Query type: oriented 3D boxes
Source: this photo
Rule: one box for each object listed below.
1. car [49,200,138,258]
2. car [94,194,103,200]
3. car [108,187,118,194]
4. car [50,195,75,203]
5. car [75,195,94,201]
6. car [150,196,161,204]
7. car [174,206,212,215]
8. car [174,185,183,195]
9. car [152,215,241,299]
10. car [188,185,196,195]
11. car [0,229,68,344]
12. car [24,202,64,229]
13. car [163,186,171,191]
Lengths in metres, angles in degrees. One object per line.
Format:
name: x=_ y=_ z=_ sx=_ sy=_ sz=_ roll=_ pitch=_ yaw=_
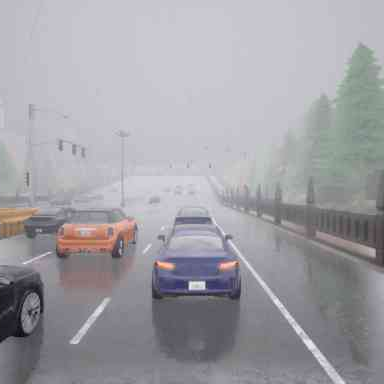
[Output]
car: x=-3.428 y=1.352 z=12.836 sx=2.097 sy=1.767 sz=4.553 roll=0 pitch=0 yaw=0
car: x=-21.139 y=1.075 z=74.045 sx=1.994 sy=1.385 sz=4.181 roll=0 pitch=3 yaw=0
car: x=-21.090 y=-0.401 z=88.498 sx=2.128 sy=1.511 sz=4.902 roll=0 pitch=7 yaw=0
car: x=-21.189 y=1.351 z=53.797 sx=2.097 sy=1.767 sz=4.553 roll=0 pitch=0 yaw=0
car: x=-21.154 y=1.488 z=64.128 sx=2.033 sy=1.411 sz=5.357 roll=0 pitch=1 yaw=0
car: x=-7.033 y=1.456 z=64.331 sx=1.837 sy=1.490 sz=4.892 roll=0 pitch=1 yaw=0
car: x=0.062 y=1.478 z=17.636 sx=1.882 sy=1.535 sz=5.008 roll=0 pitch=0 yaw=0
car: x=-3.598 y=-0.047 z=86.036 sx=1.837 sy=1.490 sz=4.892 roll=0 pitch=7 yaw=0
car: x=0.083 y=1.526 z=8.305 sx=1.812 sy=1.442 sz=4.674 roll=0 pitch=0 yaw=0
car: x=-0.098 y=-0.069 z=86.023 sx=1.882 sy=1.535 sz=5.008 roll=0 pitch=7 yaw=0
car: x=-3.410 y=1.491 z=3.720 sx=2.128 sy=1.511 sz=4.902 roll=0 pitch=0 yaw=0
car: x=-6.940 y=1.505 z=17.477 sx=1.837 sy=1.490 sz=4.892 roll=0 pitch=0 yaw=0
car: x=-7.070 y=-1.033 z=94.317 sx=1.812 sy=1.442 sz=4.674 roll=0 pitch=7 yaw=0
